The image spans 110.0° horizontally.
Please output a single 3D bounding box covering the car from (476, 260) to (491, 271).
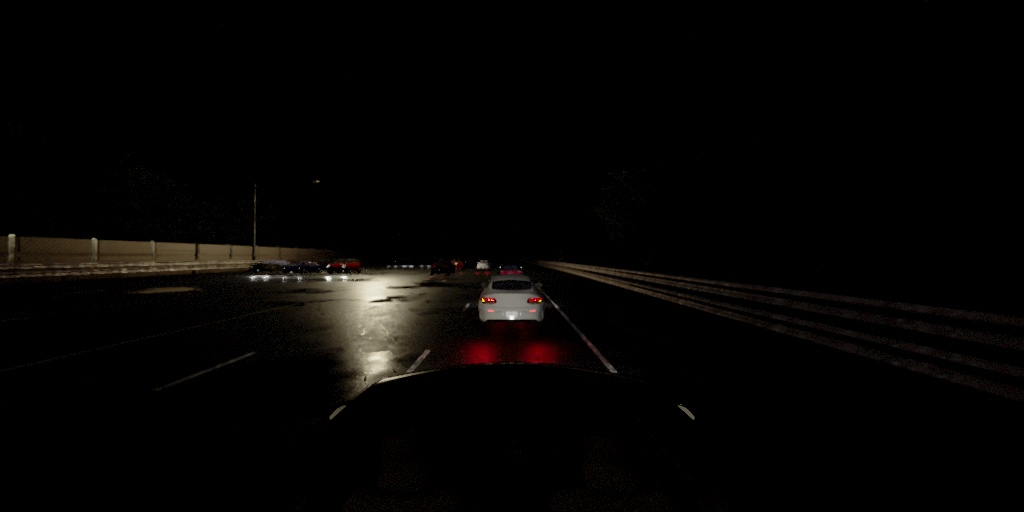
[{"bbox_3d":[-3.882,1.312,49.860,1.812,1.442,4.674,0,0,-1],"label":"car"}]

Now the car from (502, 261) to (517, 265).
[{"bbox_3d":[-0.118,1.314,28.955,1.994,1.385,4.181,0,0,0],"label":"car"}]

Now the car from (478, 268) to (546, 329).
[{"bbox_3d":[-0.010,1.258,11.105,1.812,1.442,4.674,0,0,0],"label":"car"}]

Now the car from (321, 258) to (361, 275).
[{"bbox_3d":[-17.700,1.020,37.860,2.097,1.767,4.553,0,0,-2],"label":"car"}]

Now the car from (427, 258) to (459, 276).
[{"bbox_3d":[-7.130,1.207,37.352,1.882,1.535,5.008,0,0,-1],"label":"car"}]

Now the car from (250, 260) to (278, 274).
[{"bbox_3d":[-24.689,1.081,37.416,2.033,1.411,5.357,1,-2,-2],"label":"car"}]

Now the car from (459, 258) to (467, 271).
[{"bbox_3d":[-7.371,1.115,49.245,2.097,1.767,4.553,0,0,-1],"label":"car"}]

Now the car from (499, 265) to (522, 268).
[{"bbox_3d":[-0.034,1.333,18.603,1.895,1.301,4.718,0,0,0],"label":"car"}]

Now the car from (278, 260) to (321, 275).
[{"bbox_3d":[-21.165,1.244,36.486,1.895,1.301,4.718,0,0,-2],"label":"car"}]
